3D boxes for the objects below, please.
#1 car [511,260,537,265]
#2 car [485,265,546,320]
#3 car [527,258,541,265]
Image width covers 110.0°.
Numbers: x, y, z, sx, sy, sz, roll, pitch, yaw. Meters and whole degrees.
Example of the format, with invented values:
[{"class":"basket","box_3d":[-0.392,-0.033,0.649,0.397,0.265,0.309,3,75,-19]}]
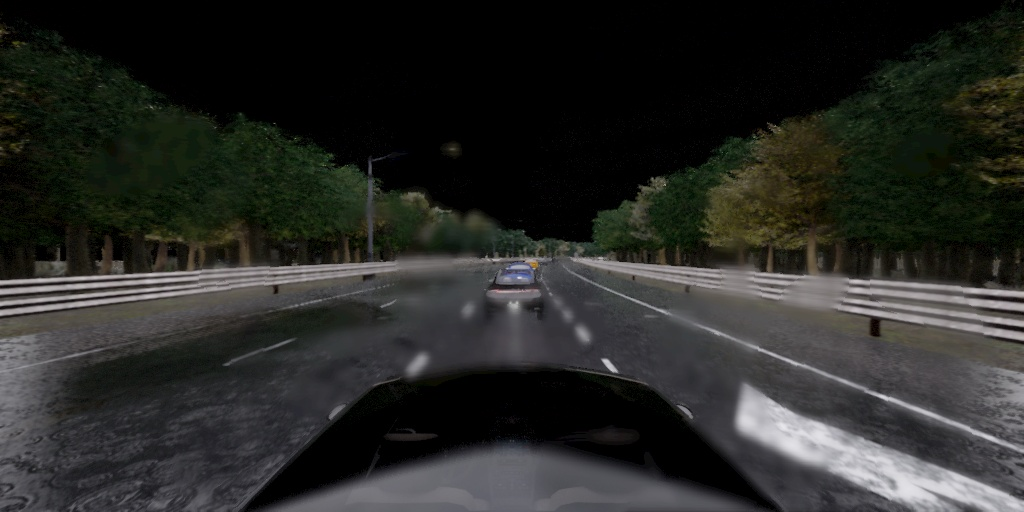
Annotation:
[{"class":"car","box_3d":[0.611,1.221,24.820,1.882,1.535,5.008,0,0,3]},{"class":"car","box_3d":[0.151,1.230,12.568,2.128,1.511,4.902,0,0,1]},{"class":"car","box_3d":[2.801,1.198,52.238,1.882,1.535,5.008,0,0,6]}]
